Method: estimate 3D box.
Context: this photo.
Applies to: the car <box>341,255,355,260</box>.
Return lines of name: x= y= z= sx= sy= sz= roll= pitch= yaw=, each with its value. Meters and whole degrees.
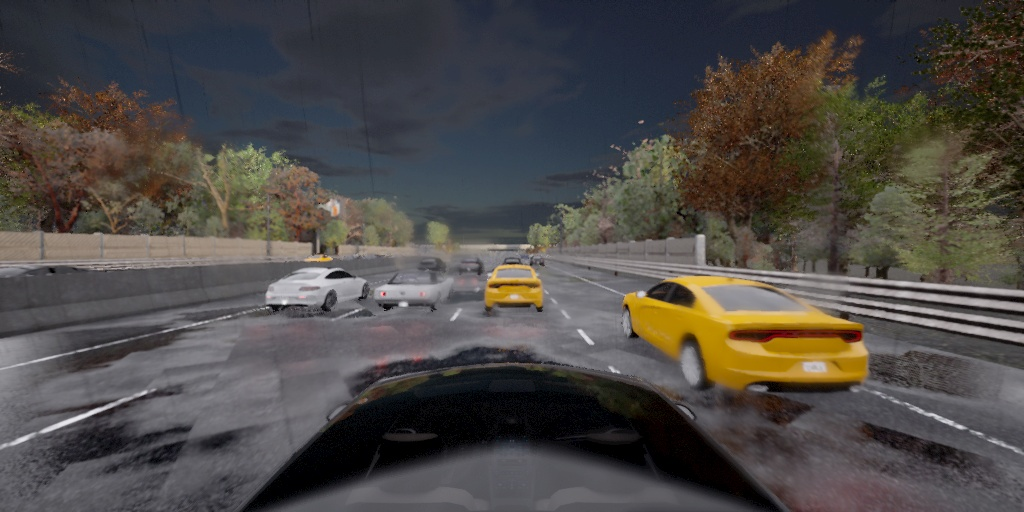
car: x=-24.657 y=0.594 z=55.353 sx=2.128 sy=1.511 sz=4.902 roll=0 pitch=1 yaw=0

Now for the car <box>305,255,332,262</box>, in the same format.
car: x=-28.160 y=0.617 z=52.299 sx=1.882 sy=1.535 sz=5.008 roll=0 pitch=1 yaw=0

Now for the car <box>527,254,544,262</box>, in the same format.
car: x=3.400 y=0.650 z=49.295 sx=1.812 sy=1.442 sz=4.674 roll=0 pitch=1 yaw=0

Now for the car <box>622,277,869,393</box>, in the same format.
car: x=3.560 y=1.117 z=6.653 sx=1.882 sy=1.535 sz=5.008 roll=0 pitch=1 yaw=1

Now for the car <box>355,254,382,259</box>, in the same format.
car: x=-21.164 y=0.473 z=53.890 sx=2.097 sy=1.767 sz=4.553 roll=0 pitch=1 yaw=0

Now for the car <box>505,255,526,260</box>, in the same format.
car: x=0.039 y=0.889 z=31.511 sx=1.837 sy=1.490 sz=4.892 roll=0 pitch=1 yaw=0

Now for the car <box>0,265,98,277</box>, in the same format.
car: x=-17.622 y=1.115 z=12.980 sx=1.837 sy=1.490 sz=4.892 roll=0 pitch=1 yaw=0

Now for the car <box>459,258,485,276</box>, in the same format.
car: x=-3.460 y=0.877 z=31.462 sx=2.128 sy=1.511 sz=4.902 roll=0 pitch=1 yaw=0

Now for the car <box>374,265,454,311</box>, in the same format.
car: x=-3.425 y=1.203 z=13.543 sx=1.895 sy=1.301 sz=4.718 roll=0 pitch=1 yaw=0

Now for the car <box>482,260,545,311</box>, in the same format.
car: x=0.075 y=1.079 z=13.546 sx=1.882 sy=1.535 sz=5.008 roll=0 pitch=1 yaw=0

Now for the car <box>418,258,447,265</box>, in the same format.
car: x=-6.963 y=0.890 z=31.525 sx=1.837 sy=1.490 sz=4.892 roll=0 pitch=1 yaw=0

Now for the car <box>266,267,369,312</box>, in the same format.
car: x=-6.924 y=1.132 z=13.212 sx=1.812 sy=1.442 sz=4.674 roll=0 pitch=1 yaw=0
